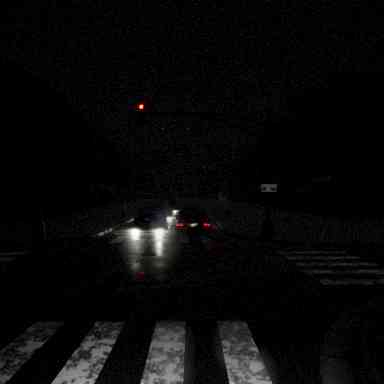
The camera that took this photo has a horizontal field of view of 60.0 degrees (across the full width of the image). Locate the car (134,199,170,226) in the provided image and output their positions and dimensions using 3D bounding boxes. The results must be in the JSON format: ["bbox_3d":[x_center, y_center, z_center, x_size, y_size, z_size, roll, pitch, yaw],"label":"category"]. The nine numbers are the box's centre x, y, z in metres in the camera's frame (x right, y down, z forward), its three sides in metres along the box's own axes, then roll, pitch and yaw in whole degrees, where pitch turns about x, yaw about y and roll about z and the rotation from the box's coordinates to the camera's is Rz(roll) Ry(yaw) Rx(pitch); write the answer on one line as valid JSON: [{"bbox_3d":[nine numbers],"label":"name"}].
[{"bbox_3d":[-2.893,1.492,23.939,1.882,1.535,5.008,0,0,0],"label":"car"}]

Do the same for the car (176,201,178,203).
[{"bbox_3d":[-2.906,1.532,43.491,1.837,1.490,4.892,0,0,0],"label":"car"}]

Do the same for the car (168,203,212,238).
[{"bbox_3d":[0.042,1.557,17.732,2.033,1.411,5.357,0,0,-1],"label":"car"}]

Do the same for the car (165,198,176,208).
[{"bbox_3d":[-2.905,1.498,33.408,1.882,1.535,5.008,0,0,0],"label":"car"}]
